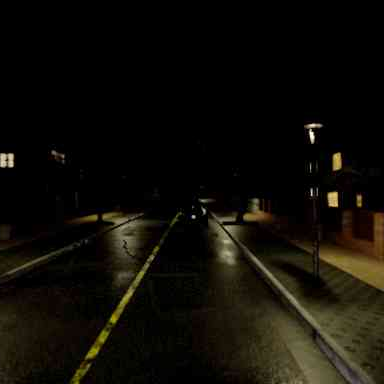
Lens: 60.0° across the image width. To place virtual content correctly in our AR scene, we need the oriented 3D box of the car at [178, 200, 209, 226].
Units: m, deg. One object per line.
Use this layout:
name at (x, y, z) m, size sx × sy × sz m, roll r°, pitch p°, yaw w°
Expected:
car at (0.101, 1.522, 22.881) m, size 1.994 × 1.385 × 4.181 m, roll 0°, pitch 0°, yaw 0°

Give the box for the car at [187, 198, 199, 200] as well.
car at (0.104, 1.448, 39.444) m, size 1.837 × 1.490 × 4.892 m, roll 0°, pitch 0°, yaw 0°
